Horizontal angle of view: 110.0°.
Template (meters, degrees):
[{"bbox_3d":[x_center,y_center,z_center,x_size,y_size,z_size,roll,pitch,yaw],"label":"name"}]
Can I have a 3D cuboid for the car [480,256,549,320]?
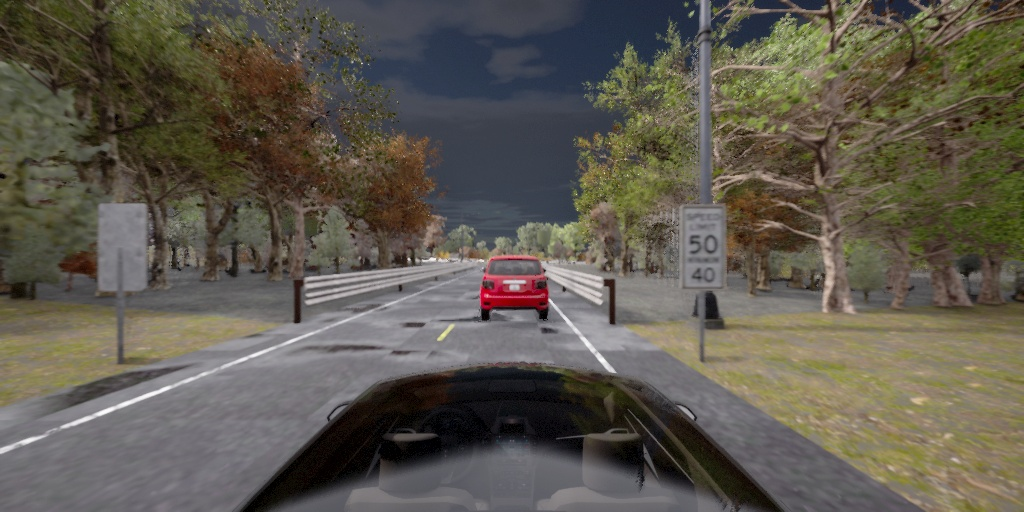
[{"bbox_3d":[0.086,1.024,13.068,2.150,2.045,5.566,0,0,0],"label":"car"}]
